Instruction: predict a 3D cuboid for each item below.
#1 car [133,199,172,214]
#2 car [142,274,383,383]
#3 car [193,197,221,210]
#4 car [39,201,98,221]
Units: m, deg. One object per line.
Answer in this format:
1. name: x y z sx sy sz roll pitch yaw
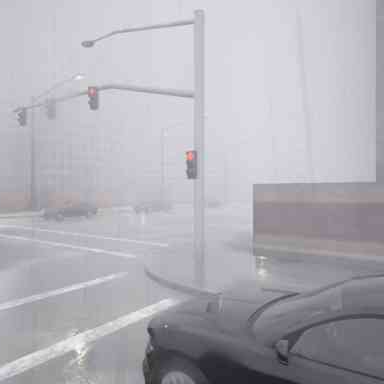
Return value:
1. car: -4.146 1.505 35.555 1.837 1.490 4.892 0 0 36
2. car: 1.759 1.478 2.751 5.008 1.535 1.882 0 0 37
3. car: 2.025 1.478 44.009 1.882 1.535 5.008 0 0 36
4. car: -10.075 1.491 27.417 2.128 1.511 4.902 0 0 34
